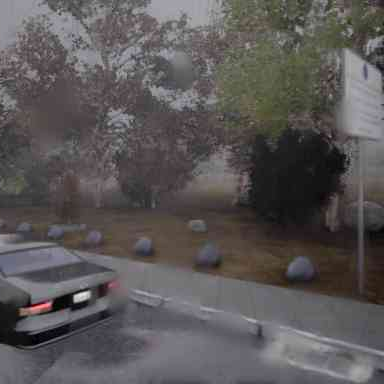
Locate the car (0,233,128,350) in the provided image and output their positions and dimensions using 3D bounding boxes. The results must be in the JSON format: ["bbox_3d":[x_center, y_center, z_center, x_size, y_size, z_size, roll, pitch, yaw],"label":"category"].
[{"bbox_3d":[-3.580,1.496,6.116,5.357,1.411,2.033,1,0,36],"label":"car"}]
